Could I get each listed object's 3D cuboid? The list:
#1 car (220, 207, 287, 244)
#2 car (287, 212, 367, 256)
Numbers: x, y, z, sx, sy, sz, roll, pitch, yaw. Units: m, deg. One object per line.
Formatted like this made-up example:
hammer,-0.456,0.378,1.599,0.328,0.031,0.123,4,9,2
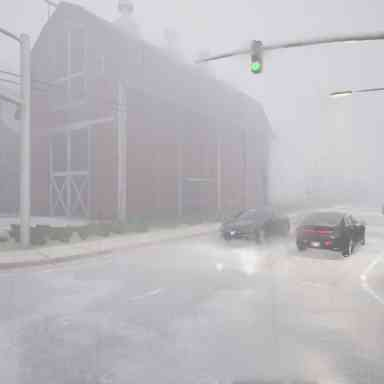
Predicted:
car,3.146,1.504,16.022,1.837,1.490,4.892,0,0,36
car,5.703,1.559,13.423,1.837,1.490,4.892,0,0,36
